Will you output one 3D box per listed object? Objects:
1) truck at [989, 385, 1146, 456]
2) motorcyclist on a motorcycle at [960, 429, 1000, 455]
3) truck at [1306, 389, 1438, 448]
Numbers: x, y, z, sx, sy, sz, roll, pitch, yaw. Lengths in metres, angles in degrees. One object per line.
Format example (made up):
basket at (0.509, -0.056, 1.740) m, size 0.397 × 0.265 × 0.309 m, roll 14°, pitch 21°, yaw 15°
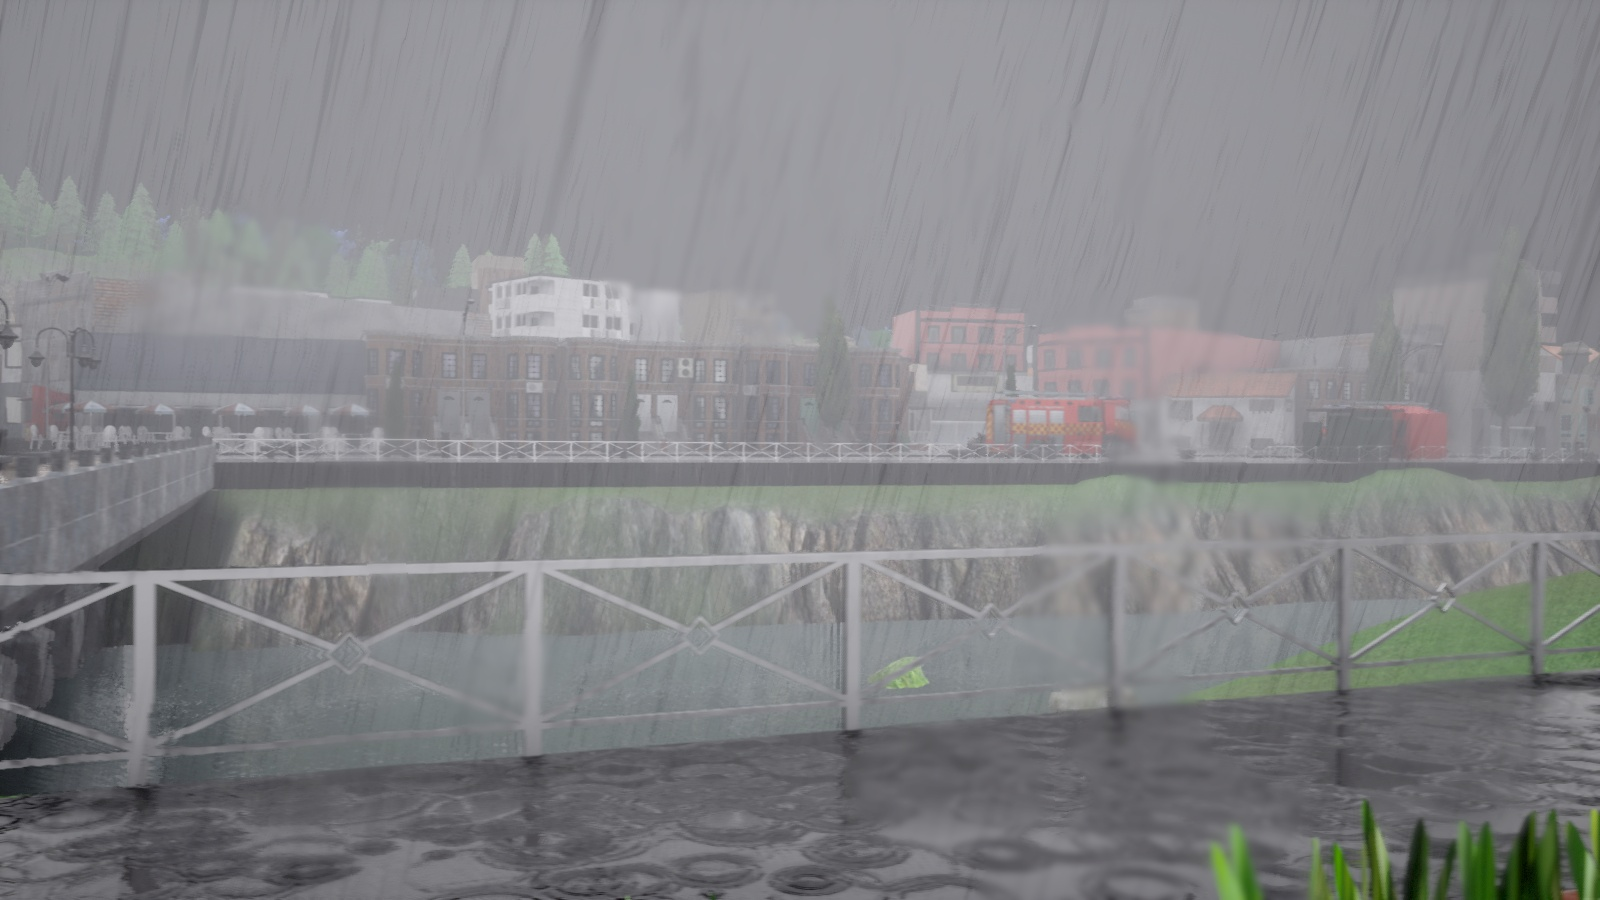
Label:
truck at (15.190, -1.690, 71.236) m, size 8.468 × 3.827 × 2.891 m, roll -1°, pitch 1°, yaw -21°
motorcyclist on a motorcycle at (10.577, -0.482, 73.776) m, size 2.191 × 1.530 × 0.866 m, roll -1°, pitch 1°, yaw -21°
truck at (38.423, -2.155, 84.342) m, size 8.468 × 3.827 × 2.891 m, roll -1°, pitch 1°, yaw -21°
